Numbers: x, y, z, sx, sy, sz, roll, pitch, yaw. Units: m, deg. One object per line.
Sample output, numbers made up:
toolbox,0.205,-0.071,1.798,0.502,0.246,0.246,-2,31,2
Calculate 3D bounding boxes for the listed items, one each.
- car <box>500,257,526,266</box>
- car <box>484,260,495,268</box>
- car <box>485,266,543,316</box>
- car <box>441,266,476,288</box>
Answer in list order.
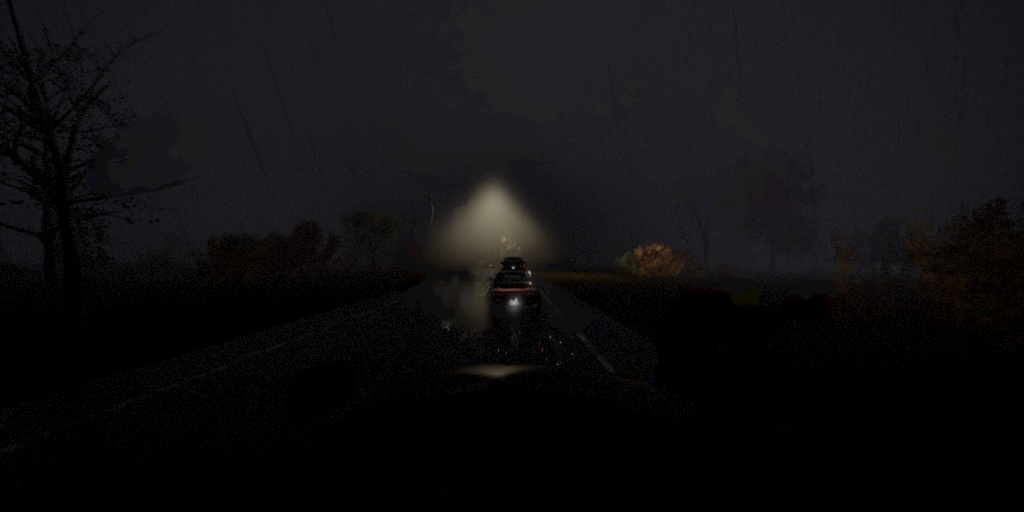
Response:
car,0.102,1.117,33.926,2.150,2.045,5.566,0,0,0
car,-3.955,1.525,64.336,2.128,1.511,4.902,0,0,-2
car,0.102,1.292,13.706,2.128,1.511,4.902,0,0,0
car,-3.594,1.415,24.806,1.994,1.385,4.181,0,0,0
